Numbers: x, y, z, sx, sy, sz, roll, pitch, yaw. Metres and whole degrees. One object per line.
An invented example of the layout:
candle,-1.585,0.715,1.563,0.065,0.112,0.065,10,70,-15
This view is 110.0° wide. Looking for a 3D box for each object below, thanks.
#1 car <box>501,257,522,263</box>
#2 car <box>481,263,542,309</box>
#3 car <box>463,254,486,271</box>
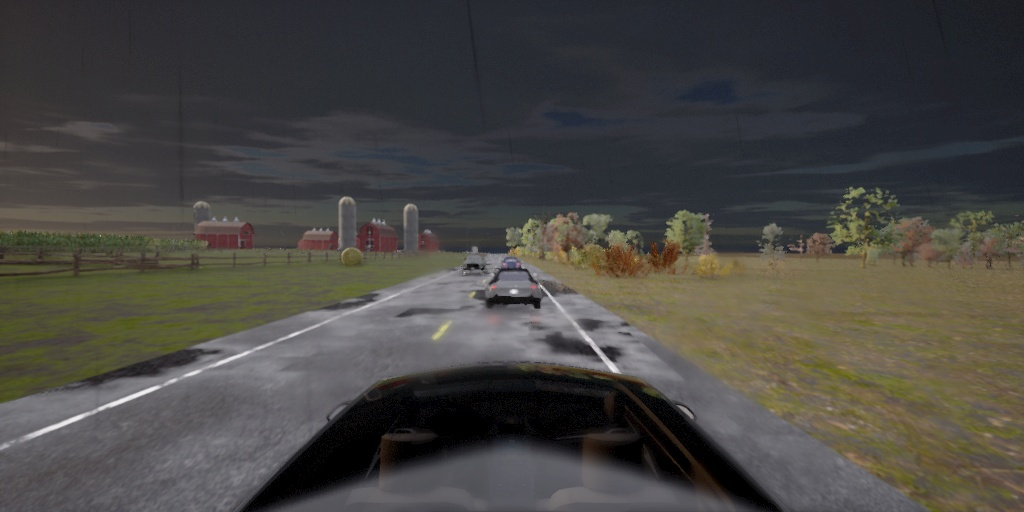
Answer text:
car,-0.079,0.819,33.344,1.812,1.442,4.674,0,1,-1
car,0.065,1.136,13.952,1.994,1.385,4.181,0,1,0
car,-3.799,0.597,36.793,2.097,1.767,4.553,0,1,0
